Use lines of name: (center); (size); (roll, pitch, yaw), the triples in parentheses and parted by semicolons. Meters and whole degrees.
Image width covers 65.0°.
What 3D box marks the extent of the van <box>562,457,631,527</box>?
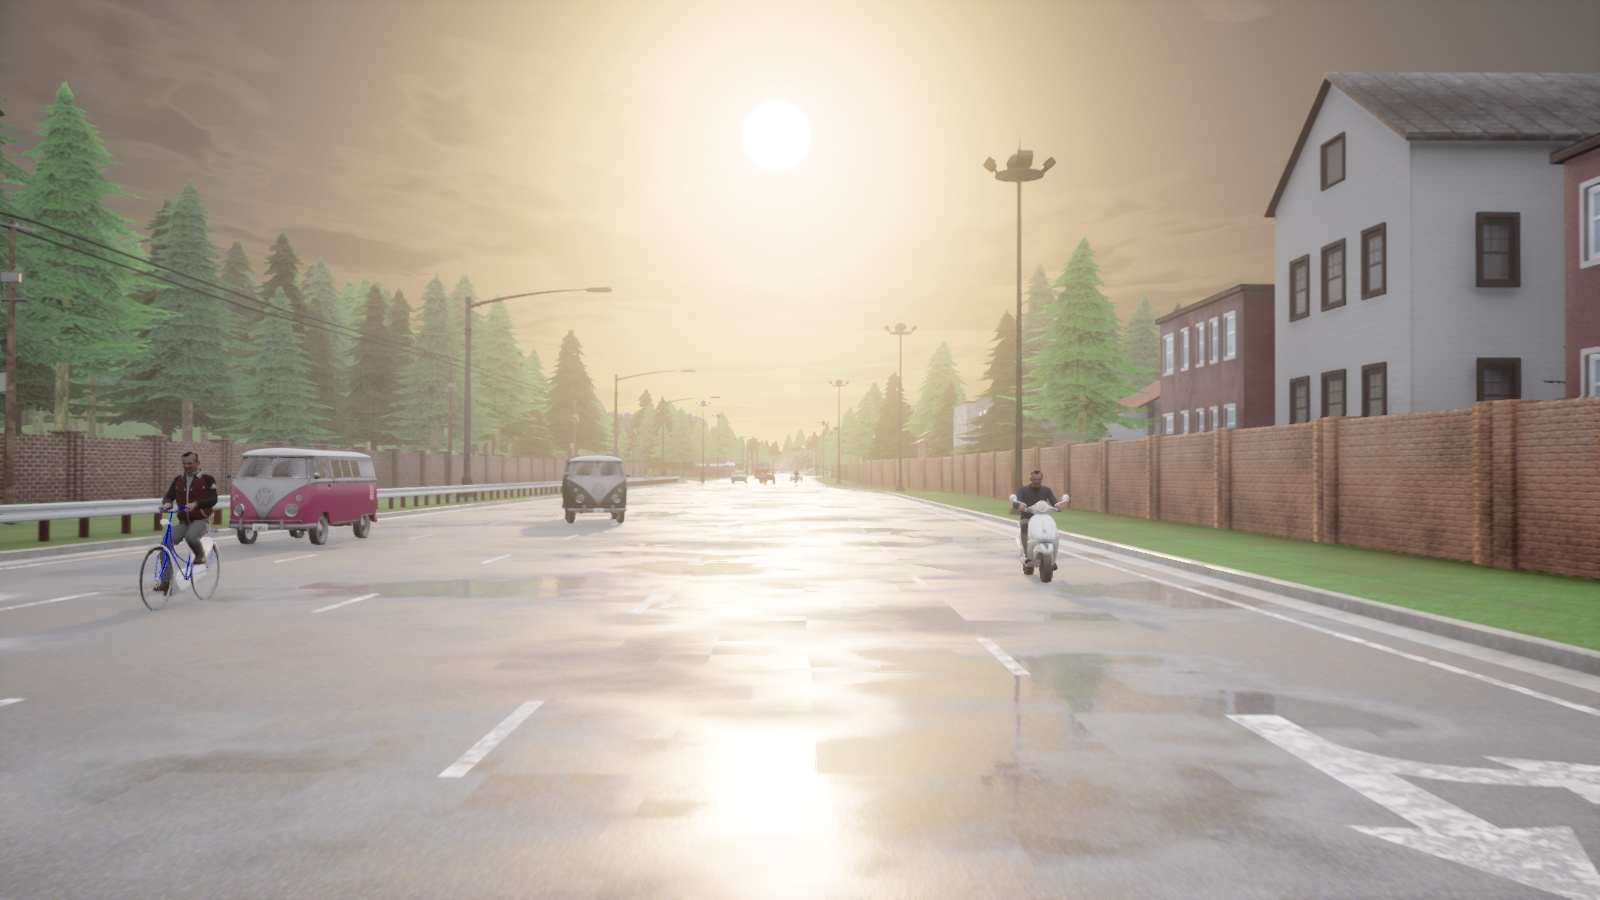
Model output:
van: (-6.215, 1.228, 38.010); (1.775, 1.987, 4.442); (0, -1, -13)

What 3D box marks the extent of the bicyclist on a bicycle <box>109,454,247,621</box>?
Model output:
bicyclist on a bicycle: (-7.038, 0.953, 14.312); (0.659, 1.776, 1.843); (0, -1, 0)

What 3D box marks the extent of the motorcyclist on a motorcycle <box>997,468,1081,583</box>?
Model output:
motorcyclist on a motorcycle: (3.452, 1.060, 18.285); (0.866, 1.590, 1.817); (0, -1, 0)

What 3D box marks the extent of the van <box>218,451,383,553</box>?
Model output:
van: (-10.573, 1.060, 26.958); (1.775, 1.987, 4.442); (0, -1, 0)
